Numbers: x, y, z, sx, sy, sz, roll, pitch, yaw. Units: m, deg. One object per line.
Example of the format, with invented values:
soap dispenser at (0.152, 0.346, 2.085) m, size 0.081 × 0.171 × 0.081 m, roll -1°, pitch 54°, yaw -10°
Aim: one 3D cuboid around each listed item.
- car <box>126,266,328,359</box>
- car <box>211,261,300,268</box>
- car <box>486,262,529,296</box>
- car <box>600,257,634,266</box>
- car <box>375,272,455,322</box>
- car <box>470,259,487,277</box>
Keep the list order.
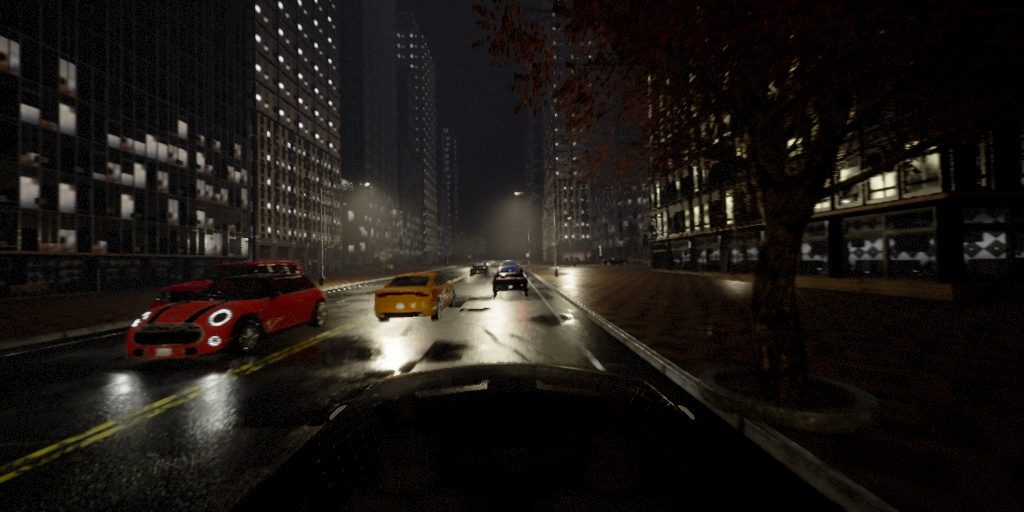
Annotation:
car at (-6.709, 1.262, 9.128) m, size 2.097 × 1.767 × 4.553 m, roll -1°, pitch 0°, yaw 0°
car at (-9.991, 1.212, 13.441) m, size 2.150 × 2.045 × 5.566 m, roll -1°, pitch 0°, yaw 0°
car at (-0.094, 1.292, 19.758) m, size 2.128 × 1.511 × 4.902 m, roll -1°, pitch 0°, yaw 0°
car at (16.221, 0.833, 56.500) m, size 4.403 × 1.370 × 2.007 m, roll 0°, pitch 0°, yaw -1°
car at (-3.287, 1.325, 12.956) m, size 1.882 × 1.535 × 5.008 m, roll -1°, pitch 0°, yaw 0°
car at (-3.487, 1.412, 38.999) m, size 2.128 × 1.511 × 4.902 m, roll -1°, pitch 0°, yaw 0°
